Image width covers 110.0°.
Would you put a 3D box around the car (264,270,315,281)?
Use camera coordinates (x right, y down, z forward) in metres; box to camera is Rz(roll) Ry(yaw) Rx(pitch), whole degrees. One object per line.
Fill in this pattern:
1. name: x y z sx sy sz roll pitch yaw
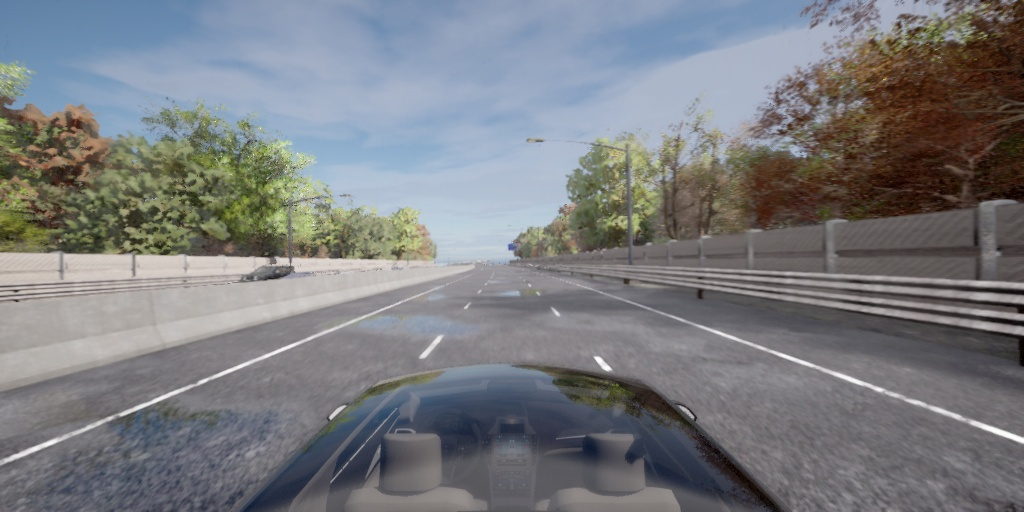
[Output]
1. car: -18.052 2.092 30.527 2.033 1.411 5.357 -1 -1 -1

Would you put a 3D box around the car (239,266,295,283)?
1. car: -21.582 1.888 32.140 2.150 2.045 5.566 -1 -1 -1

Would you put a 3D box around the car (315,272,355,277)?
1. car: -14.553 2.062 30.838 1.895 1.301 4.718 -1 -1 -1
